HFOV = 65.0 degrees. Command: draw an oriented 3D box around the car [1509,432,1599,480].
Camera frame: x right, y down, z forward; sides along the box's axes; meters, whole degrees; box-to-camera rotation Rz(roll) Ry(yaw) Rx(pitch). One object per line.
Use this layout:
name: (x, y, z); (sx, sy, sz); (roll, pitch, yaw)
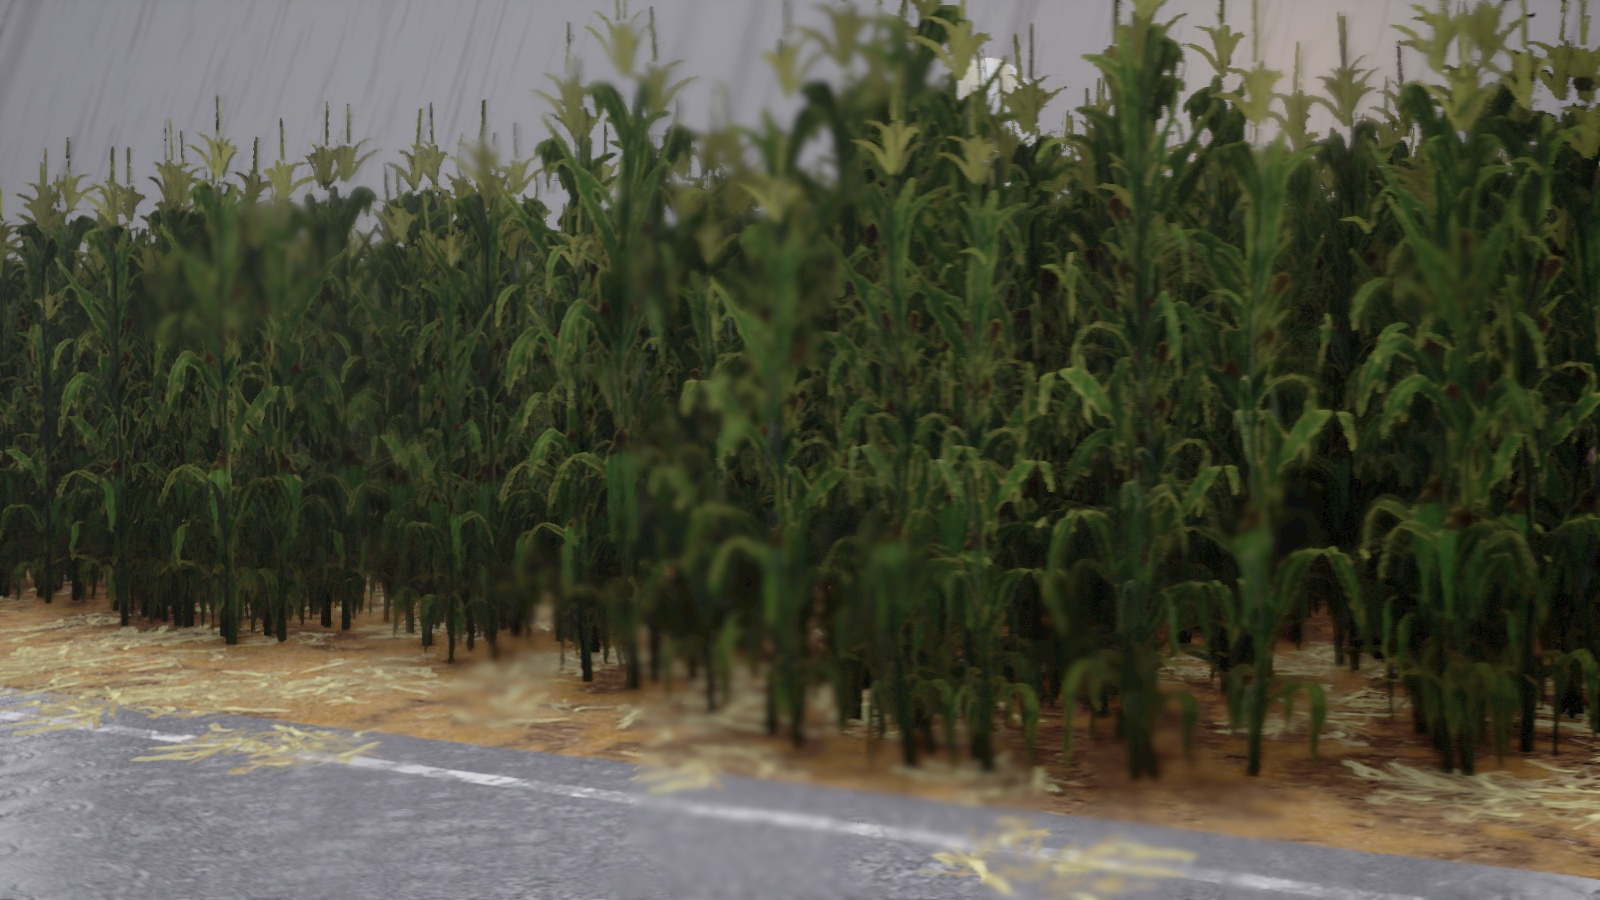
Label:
car: (25.980, 0.158, 41.620); (2.163, 1.488, 4.792); (0, 1, 0)
